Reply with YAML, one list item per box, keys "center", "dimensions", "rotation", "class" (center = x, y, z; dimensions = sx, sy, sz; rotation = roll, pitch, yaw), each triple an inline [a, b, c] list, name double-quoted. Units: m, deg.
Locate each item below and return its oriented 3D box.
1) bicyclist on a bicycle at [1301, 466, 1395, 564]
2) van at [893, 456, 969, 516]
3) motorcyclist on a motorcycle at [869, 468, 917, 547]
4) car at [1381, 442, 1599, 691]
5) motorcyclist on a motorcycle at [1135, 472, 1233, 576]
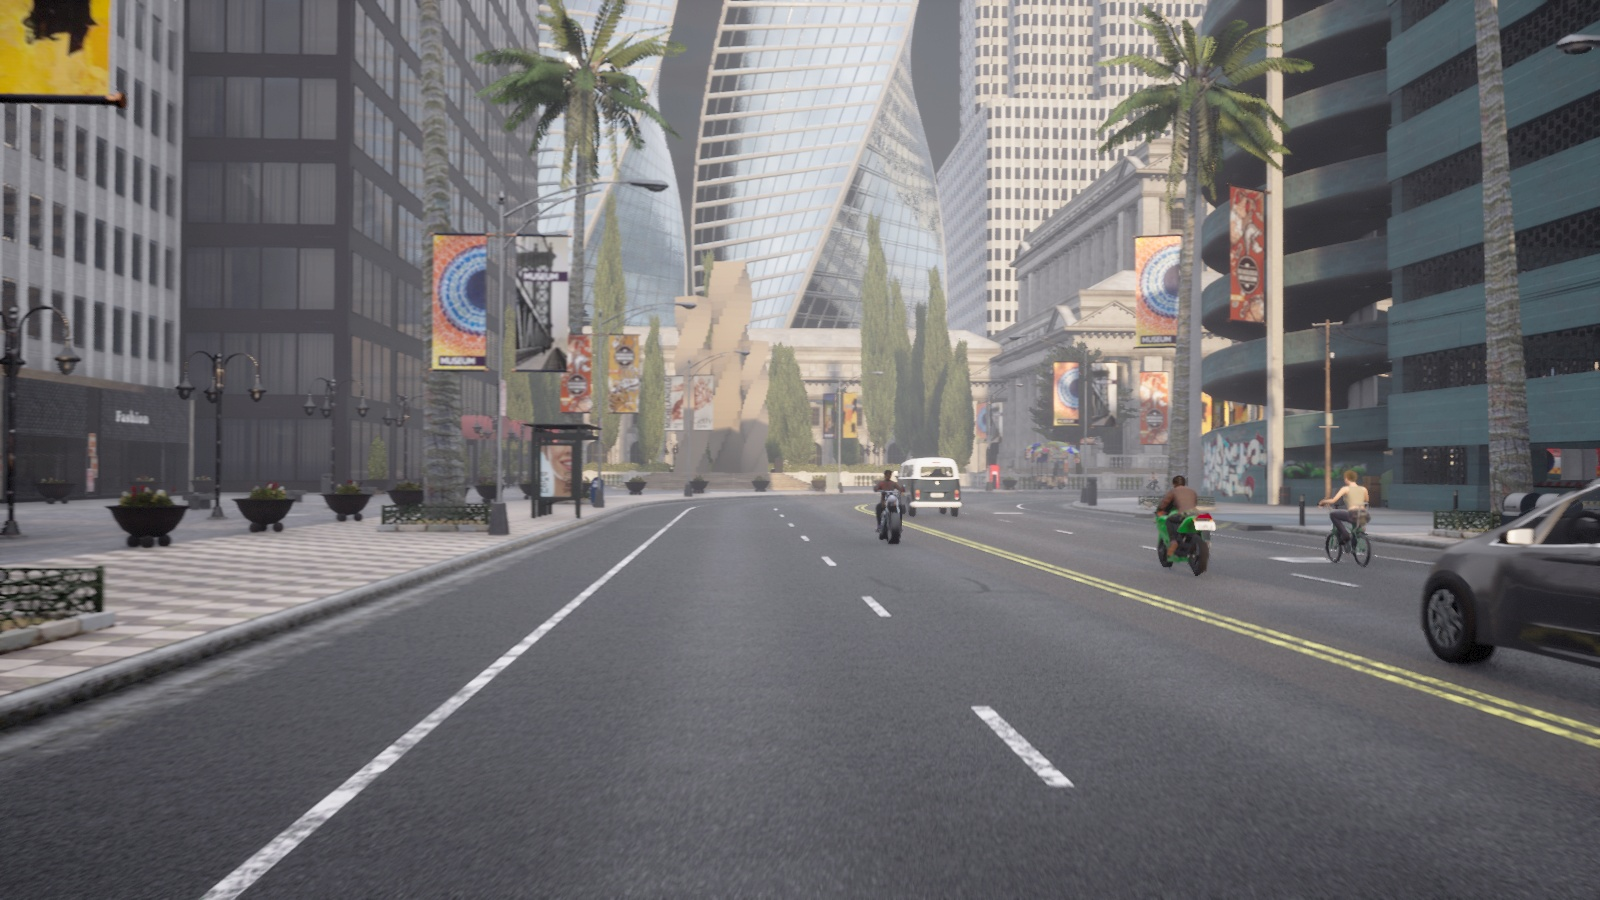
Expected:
- center: [9.334, 1.078, 21.454]
  dimensions: [0.866, 1.612, 1.509]
  rotation: [0, -1, -3]
  class: "bicyclist on a bicycle"
- center: [4.641, 1.278, 45.119]
  dimensions: [2.069, 2.038, 4.480]
  rotation: [0, -1, -3]
  class: "van"
- center: [2.013, 1.220, 27.590]
  dimensions: [0.766, 1.649, 2.350]
  rotation: [0, -1, -3]
  class: "motorcyclist on a motorcycle"
- center: [6.446, 0.787, 9.004]
  dimensions: [2.242, 1.667, 4.611]
  rotation: [0, -1, -3]
  class: "car"
- center: [5.921, 1.103, 19.509]
  dimensions: [0.797, 1.523, 2.044]
  rotation: [0, -1, -3]
  class: "motorcyclist on a motorcycle"
